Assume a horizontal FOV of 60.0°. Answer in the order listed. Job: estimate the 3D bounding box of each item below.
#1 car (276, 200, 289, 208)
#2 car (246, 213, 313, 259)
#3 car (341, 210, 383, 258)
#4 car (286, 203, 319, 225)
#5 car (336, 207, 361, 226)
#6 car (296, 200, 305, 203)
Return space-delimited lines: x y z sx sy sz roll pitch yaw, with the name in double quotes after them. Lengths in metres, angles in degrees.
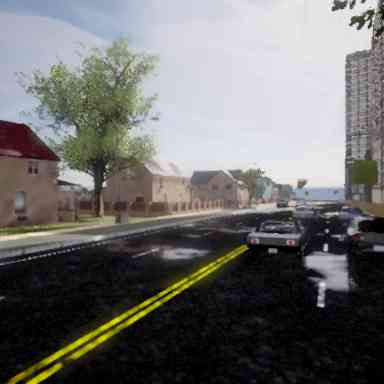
17.294 2.220 63.444 1.882 1.535 5.008 0 -1 23 "car"
3.633 1.745 13.424 1.895 1.301 4.718 0 -1 23 "car"
6.895 1.659 12.793 1.812 1.442 4.674 0 0 23 "car"
9.092 1.838 26.616 2.033 1.411 5.357 0 -1 23 "car"
12.095 1.822 25.373 2.033 1.411 5.357 0 -1 23 "car"
20.331 2.275 62.275 2.033 1.411 5.357 0 -1 23 "car"
